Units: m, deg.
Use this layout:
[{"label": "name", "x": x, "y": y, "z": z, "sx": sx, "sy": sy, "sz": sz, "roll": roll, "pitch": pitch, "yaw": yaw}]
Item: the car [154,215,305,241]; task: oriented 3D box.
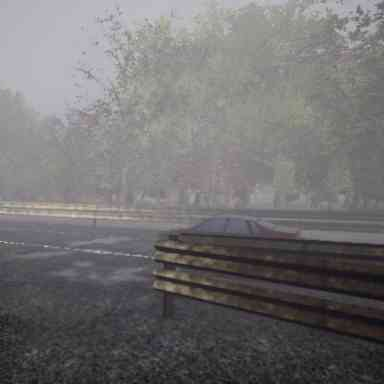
[{"label": "car", "x": 1.331, "y": 1.548, "z": 12.161, "sx": 5.357, "sy": 1.411, "sz": 2.033, "roll": 0, "pitch": 0, "yaw": 24}]
